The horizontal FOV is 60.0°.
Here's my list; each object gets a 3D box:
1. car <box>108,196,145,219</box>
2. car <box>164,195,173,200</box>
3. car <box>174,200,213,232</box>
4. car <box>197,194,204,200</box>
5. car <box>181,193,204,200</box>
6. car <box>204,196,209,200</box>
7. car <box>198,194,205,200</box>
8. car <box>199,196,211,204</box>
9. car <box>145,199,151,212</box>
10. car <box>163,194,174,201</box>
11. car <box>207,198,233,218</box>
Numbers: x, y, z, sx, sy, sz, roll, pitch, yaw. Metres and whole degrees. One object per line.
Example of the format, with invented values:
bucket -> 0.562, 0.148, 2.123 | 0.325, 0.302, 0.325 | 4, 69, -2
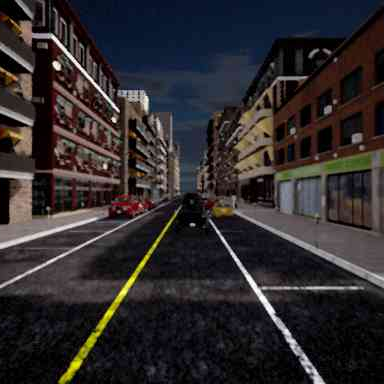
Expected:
car -> -5.796, 1.259, 28.931 | 2.192, 1.841, 5.009 | 0, 0, 0
car -> -6.020, 1.365, 85.293 | 2.008, 1.369, 4.403 | 0, 0, 0
car -> 0.022, 1.462, 19.711 | 1.837, 1.490, 4.892 | 0, 0, 0
car -> 2.339, 1.358, 90.958 | 1.947, 1.339, 4.313 | 0, 0, 0
car -> -0.047, 1.139, 38.396 | 2.150, 2.045, 5.566 | 0, 0, -1
car -> 2.539, 1.455, 40.233 | 1.887, 1.381, 4.507 | 0, 0, 0
car -> 2.361, 1.330, 85.492 | 1.752, 1.417, 4.829 | 0, 0, 0
car -> 2.450, 1.410, 62.777 | 2.008, 1.369, 4.403 | 0, 0, 0
car -> -5.819, 1.372, 34.567 | 1.967, 1.590, 4.097 | 0, 0, 0
car -> -5.997, 1.379, 79.656 | 2.008, 1.369, 4.403 | 0, 0, 0
car -> 2.583, 1.460, 29.130 | 1.752, 1.417, 4.829 | 0, 0, 0
